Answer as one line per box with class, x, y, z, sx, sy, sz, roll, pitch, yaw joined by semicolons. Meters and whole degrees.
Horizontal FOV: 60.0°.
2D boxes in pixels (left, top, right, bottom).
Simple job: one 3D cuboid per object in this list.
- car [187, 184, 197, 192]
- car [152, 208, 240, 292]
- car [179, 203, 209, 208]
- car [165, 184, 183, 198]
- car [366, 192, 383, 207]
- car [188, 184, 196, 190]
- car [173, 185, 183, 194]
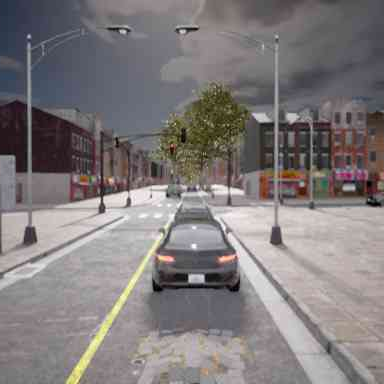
car;-0.051;-0.940;73.307;2.097;1.767;4.553;0;2;0
car;0.088;1.366;8.372;1.812;1.442;4.674;0;1;0
car;0.083;1.223;17.439;1.895;1.301;4.718;0;1;0
car;-2.868;-0.168;51.604;2.150;2.045;5.566;0;3;0
car;17.182;0.659;28.410;4.313;1.339;1.947;-1;2;0
car;-0.058;-1.312;83.373;1.994;1.385;4.181;0;2;0
car;-2.811;-0.530;67.131;1.837;1.490;4.892;0;3;0
